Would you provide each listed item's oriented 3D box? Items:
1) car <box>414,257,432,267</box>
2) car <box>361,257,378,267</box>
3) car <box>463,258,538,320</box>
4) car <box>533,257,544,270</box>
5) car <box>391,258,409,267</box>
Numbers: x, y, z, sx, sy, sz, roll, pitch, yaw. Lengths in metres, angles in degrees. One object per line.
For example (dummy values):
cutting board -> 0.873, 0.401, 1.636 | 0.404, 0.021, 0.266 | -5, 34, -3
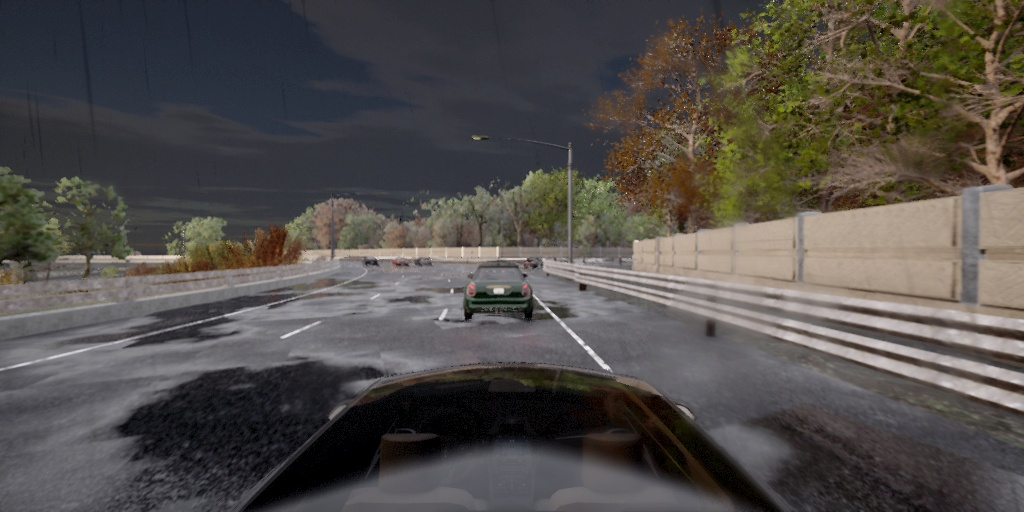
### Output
car -> -13.788, 0.845, 55.361 | 2.128, 1.511, 4.902 | 0, 0, -27
car -> -22.503, 0.830, 56.551 | 1.882, 1.535, 5.008 | 0, 0, -31
car -> -0.496, 1.019, 12.470 | 2.097, 1.767, 4.553 | 0, 0, -3
car -> 3.096, 0.921, 45.210 | 1.837, 1.490, 4.892 | -1, 0, 25
car -> -16.884, 0.969, 53.820 | 1.895, 1.301, 4.718 | 0, 0, -27
